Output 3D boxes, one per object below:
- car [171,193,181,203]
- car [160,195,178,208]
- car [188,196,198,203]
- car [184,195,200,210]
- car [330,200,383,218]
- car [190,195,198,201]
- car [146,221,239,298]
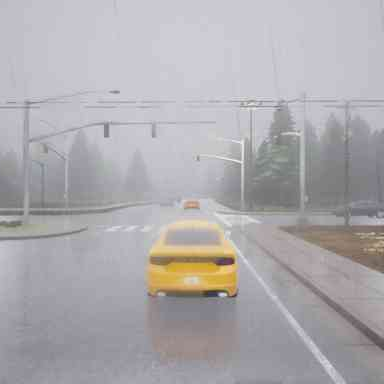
[{"bbox_3d":[-3.400,1.224,67.597,2.150,2.045,5.566,0,0,1],"label":"car"},{"bbox_3d":[-3.604,1.547,48.844,2.033,1.411,5.357,0,0,0],"label":"car"},{"bbox_3d":[0.250,1.537,72.823,2.033,1.411,5.357,0,0,2],"label":"car"},{"bbox_3d":[-0.011,1.478,42.262,1.882,1.535,5.008,0,0,0],"label":"car"},{"bbox_3d":[14.890,1.531,29.587,4.892,1.490,1.837,0,0,1],"label":"car"},{"bbox_3d":[0.641,1.442,83.215,1.837,1.490,4.892,0,0,2],"label":"car"},{"bbox_3d":[0.043,1.474,8.599,1.882,1.535,5.008,0,0,1],"label":"car"}]
